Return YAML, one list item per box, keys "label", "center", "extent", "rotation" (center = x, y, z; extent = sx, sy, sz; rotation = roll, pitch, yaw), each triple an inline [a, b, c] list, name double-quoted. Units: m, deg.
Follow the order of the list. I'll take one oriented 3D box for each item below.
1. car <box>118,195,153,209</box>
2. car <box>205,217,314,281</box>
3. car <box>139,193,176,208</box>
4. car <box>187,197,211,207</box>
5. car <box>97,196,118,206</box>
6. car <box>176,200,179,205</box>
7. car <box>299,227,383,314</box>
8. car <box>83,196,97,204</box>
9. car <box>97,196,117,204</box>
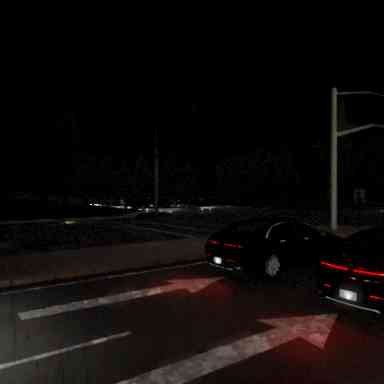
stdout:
- label: "car"
  center: [-7.923, 1.552, 46.506]
  extent: [2.033, 1.411, 5.357]
  rotation: [0, 0, -35]
- label: "car"
  center: [2.643, 1.506, 9.928]
  extent: [4.892, 1.490, 1.837]
  rotation: [0, 0, -35]
- label: "car"
  center: [-5.159, 1.227, 48.644]
  extent: [2.150, 2.045, 5.566]
  rotation: [0, 0, -36]
- label: "car"
  center: [1.069, 1.533, 52.006]
  extent: [1.812, 1.442, 4.674]
  rotation: [0, 0, -35]
- label: "car"
  center: [-13.416, 1.605, 54.368]
  extent: [1.895, 1.301, 4.718]
  rotation: [0, 0, -35]
- label: "car"
  center: [-4.147, 1.608, 59.468]
  extent: [1.895, 1.301, 4.718]
  rotation: [0, 0, -35]
- label: "car"
  center: [4.636, 1.506, 7.050]
  extent: [4.892, 1.490, 1.837]
  rotation: [0, 0, -35]
- label: "car"
  center: [-19.189, 1.495, 62.710]
  extent: [2.128, 1.511, 4.902]
  rotation: [0, 0, -35]
- label: "car"
  center: [-16.822, 1.552, 65.461]
  extent: [2.033, 1.411, 5.357]
  rotation: [0, 0, -35]
